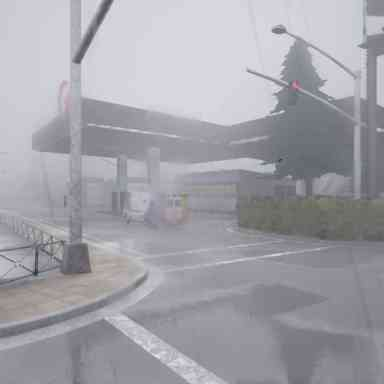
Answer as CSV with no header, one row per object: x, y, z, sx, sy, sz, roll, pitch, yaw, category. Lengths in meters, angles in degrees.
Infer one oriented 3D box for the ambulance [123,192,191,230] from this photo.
-2.792,1.220,23.303,2.351,2.431,6.366,0,0,-35,ambulance
